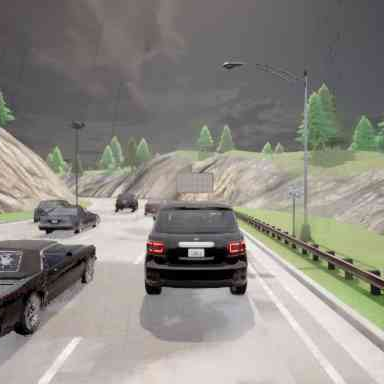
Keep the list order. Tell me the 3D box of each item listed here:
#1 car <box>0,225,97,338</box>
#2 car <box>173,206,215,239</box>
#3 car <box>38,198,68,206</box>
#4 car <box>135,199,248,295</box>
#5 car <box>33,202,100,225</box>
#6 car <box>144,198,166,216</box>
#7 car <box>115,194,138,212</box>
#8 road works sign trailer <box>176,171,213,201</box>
[{"bbox_3d":[-3.405,1.600,6.616,1.895,1.301,4.718,0,0,0],"label":"car"},{"bbox_3d":[0.098,1.559,18.088,1.994,1.385,4.181,0,0,0],"label":"car"},{"bbox_3d":[-10.455,1.352,25.927,2.097,1.767,4.553,0,0,-1],"label":"car"},{"bbox_3d":[0.087,1.221,8.866,2.150,2.045,5.566,0,0,0],"label":"car"},{"bbox_3d":[-6.914,1.548,19.264,2.033,1.411,5.357,0,0,0],"label":"car"},{"bbox_3d":[-3.678,1.478,33.566,1.882,1.535,5.008,0,0,-3],"label":"car"},{"bbox_3d":[-7.562,1.223,38.836,2.150,2.045,5.566,0,0,-5],"label":"car"},{"bbox_3d":[0.186,0.464,21.584,2.380,3.560,2.880,0,0,0],"label":"road works sign trailer"}]
